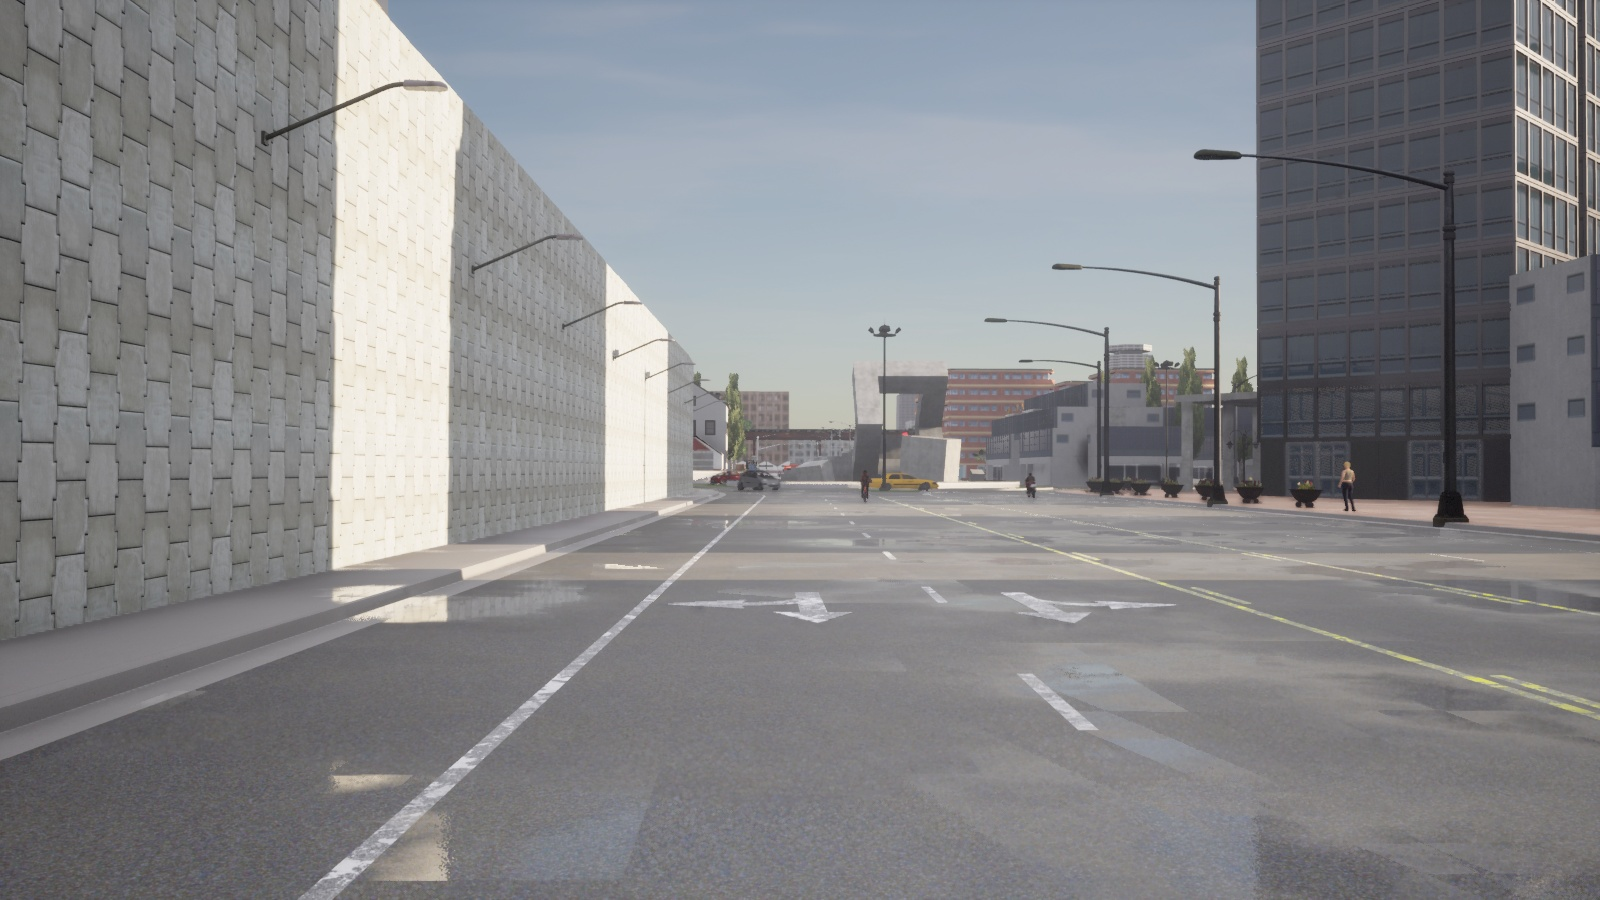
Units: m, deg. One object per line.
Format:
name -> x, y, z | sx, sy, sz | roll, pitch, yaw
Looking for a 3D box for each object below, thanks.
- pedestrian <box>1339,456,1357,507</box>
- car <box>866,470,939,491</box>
pedestrian -> 20.006, 1.158, 45.873 | 0.345, 1.836, 0.594 | 0, -1, -5
car -> 7.772, 2.321, 95.436 | 5.366, 1.575, 1.801 | 0, -1, -1
